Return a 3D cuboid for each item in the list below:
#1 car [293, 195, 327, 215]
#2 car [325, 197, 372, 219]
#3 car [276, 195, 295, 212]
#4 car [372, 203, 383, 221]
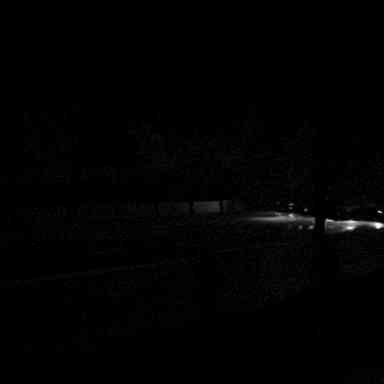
[{"bbox_3d":[11.578,1.219,29.439,4.902,1.511,2.128,-1,1,-35],"label":"car"},{"bbox_3d":[12.743,1.270,25.978,4.674,1.442,1.812,-1,1,-35],"label":"car"},{"bbox_3d":[10.435,1.060,32.919,4.553,1.767,2.097,-1,1,-35],"label":"car"},{"bbox_3d":[14.777,1.271,23.130,4.674,1.442,1.812,-1,1,-35],"label":"car"}]
